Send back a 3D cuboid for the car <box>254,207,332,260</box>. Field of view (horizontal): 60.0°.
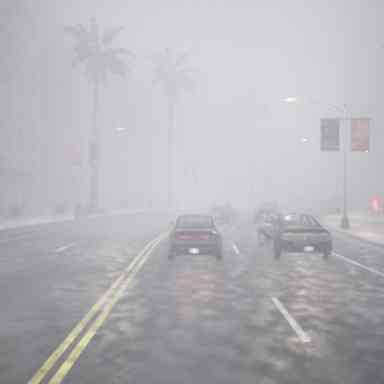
[{"bbox_3d":[3.656,1.531,12.579,2.128,1.511,4.902,0,0,2],"label":"car"}]

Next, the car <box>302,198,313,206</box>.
[{"bbox_3d":[21.015,1.701,56.974,4.674,1.442,1.812,0,0,-22],"label":"car"}]

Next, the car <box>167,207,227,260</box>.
[{"bbox_3d":[0.160,1.545,12.604,1.837,1.490,4.892,0,0,2],"label":"car"}]

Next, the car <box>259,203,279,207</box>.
[{"bbox_3d":[6.196,1.608,26.742,1.812,1.442,4.674,0,0,21],"label":"car"}]

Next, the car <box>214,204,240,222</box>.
[{"bbox_3d":[2.597,1.649,27.067,1.994,1.385,4.181,0,0,20],"label":"car"}]

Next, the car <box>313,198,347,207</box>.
[{"bbox_3d":[22.749,1.659,53.879,4.902,1.511,2.128,0,0,-20],"label":"car"}]

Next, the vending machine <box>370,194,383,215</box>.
[{"bbox_3d":[19.491,1.304,35.107,1.100,2.100,0.880,0,0,43],"label":"vending machine"}]
